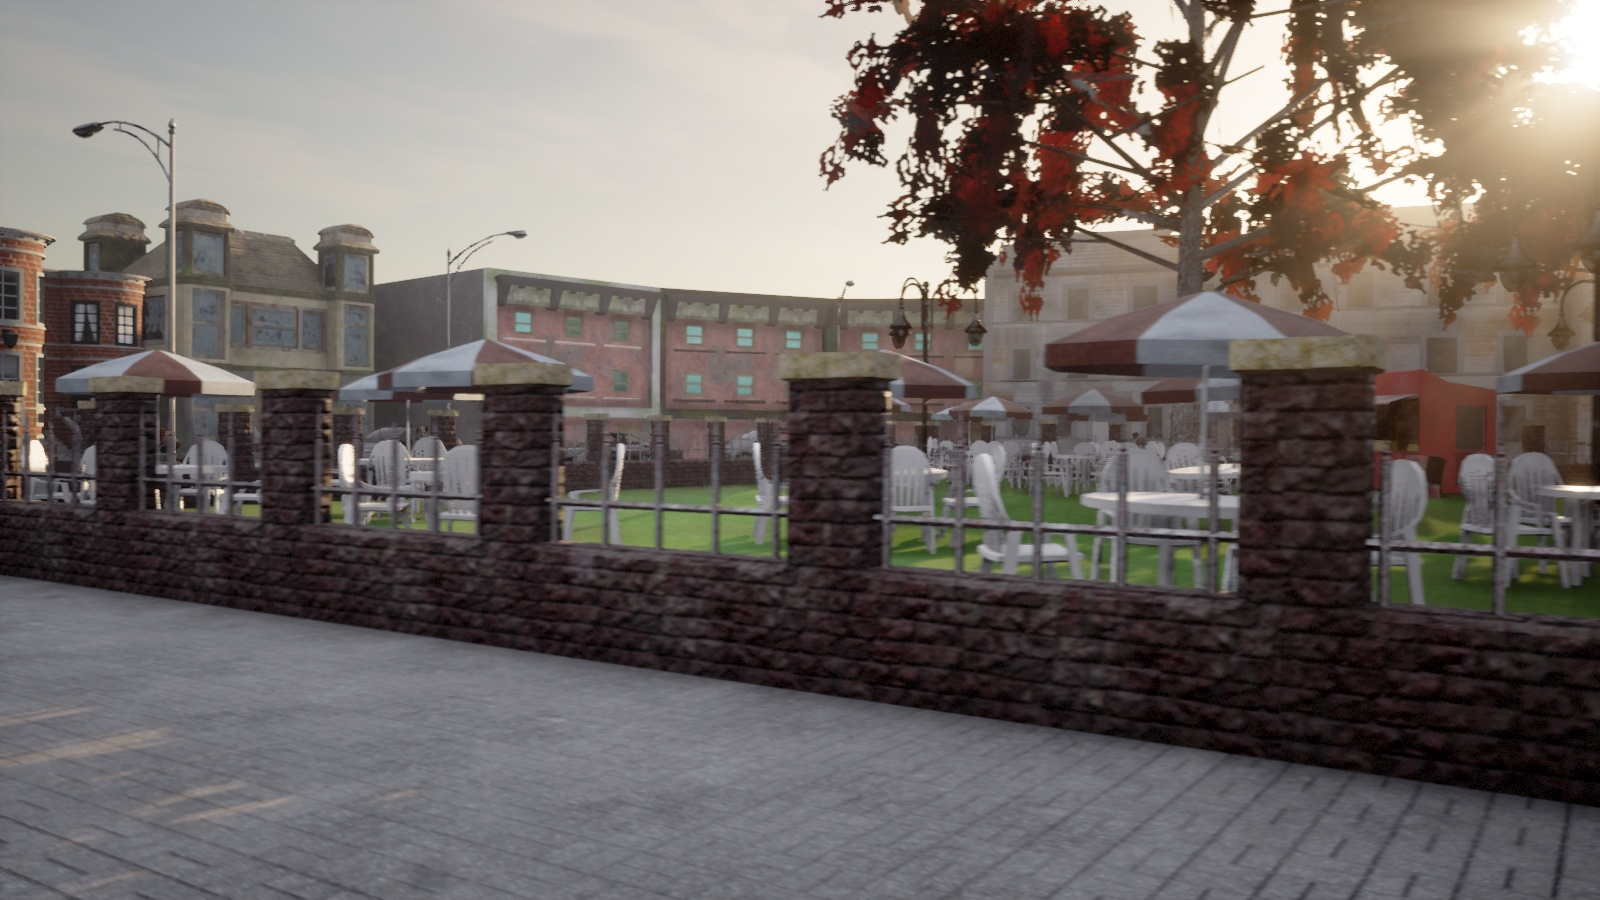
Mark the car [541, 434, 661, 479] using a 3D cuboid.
[{"bbox_3d":[-6.986,0.202,44.433,1.816,1.474,4.193,0,1,35],"label":"car"}]

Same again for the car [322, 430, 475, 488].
[{"bbox_3d":[-11.810,0.229,37.163,1.851,1.617,3.988,0,1,34],"label":"car"}]

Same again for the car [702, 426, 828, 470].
[{"bbox_3d":[-1.429,-0.108,51.196,4.611,1.667,2.242,-1,1,-31],"label":"car"}]
